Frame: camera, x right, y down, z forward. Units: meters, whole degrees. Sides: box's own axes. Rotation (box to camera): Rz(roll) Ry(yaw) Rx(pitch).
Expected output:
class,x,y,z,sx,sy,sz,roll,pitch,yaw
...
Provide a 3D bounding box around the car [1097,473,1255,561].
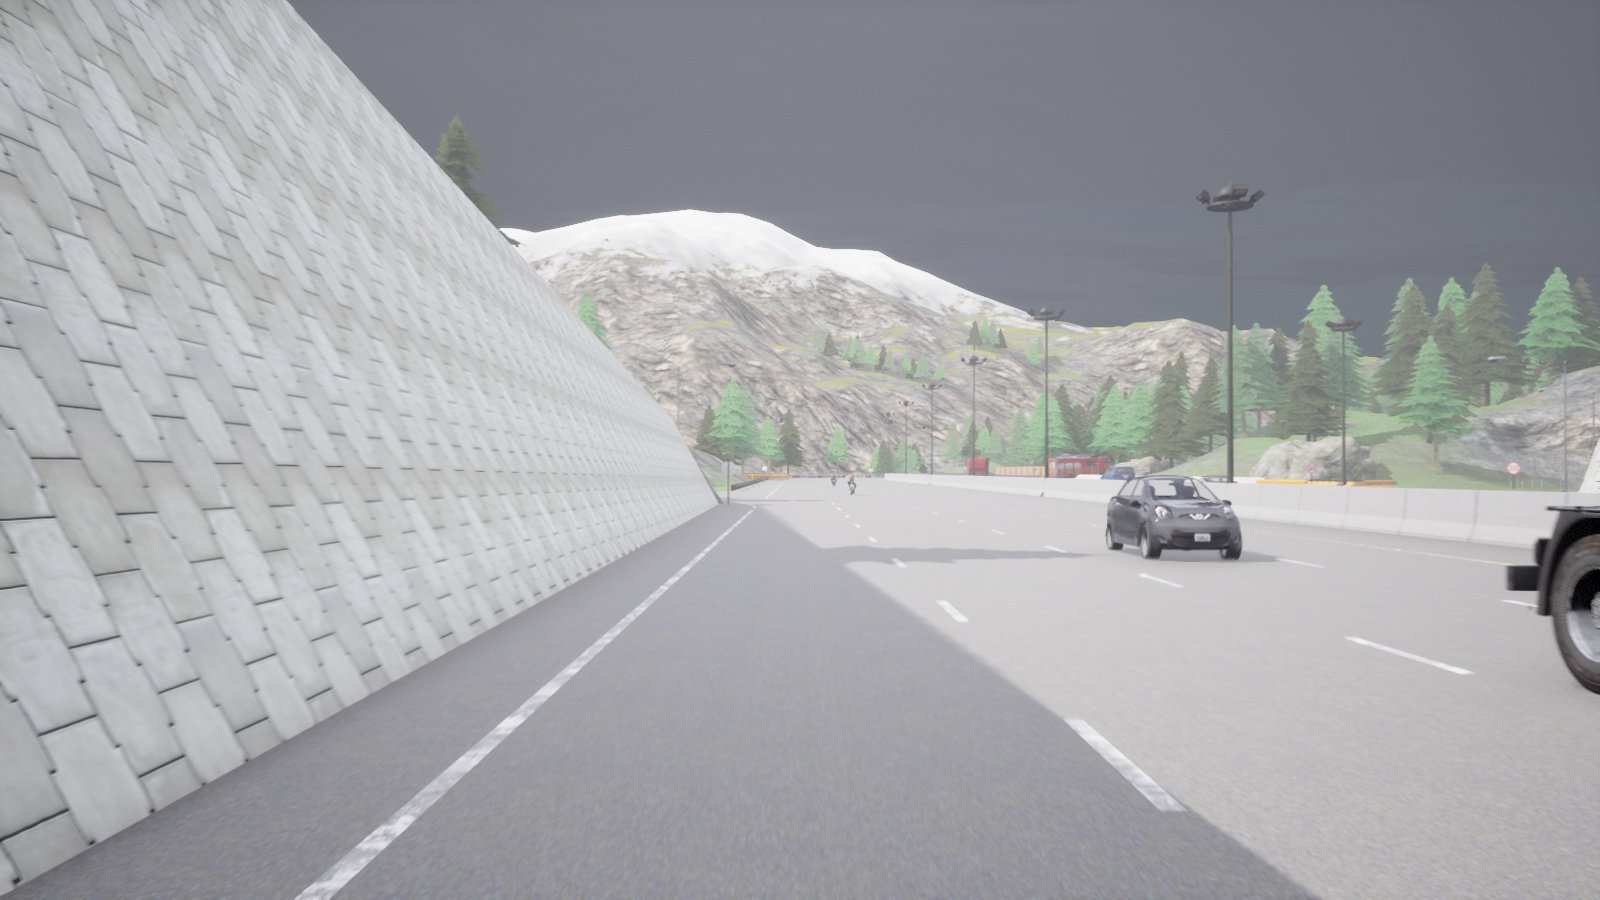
class,x,y,z,sx,sy,sz,roll,pitch,yaw
car,6.943,1.195,23.561,1.845,1.501,3.633,0,-1,0

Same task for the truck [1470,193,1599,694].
class,x,y,z,sx,sy,sz,roll,pitch,yaw
truck,6.980,-0.089,6.348,2.891,3.462,7.936,0,-1,0

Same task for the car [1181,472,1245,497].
class,x,y,z,sx,sy,sz,roll,pitch,yaw
car,24.320,2.002,74.183,2.033,1.411,5.357,0,-1,0
